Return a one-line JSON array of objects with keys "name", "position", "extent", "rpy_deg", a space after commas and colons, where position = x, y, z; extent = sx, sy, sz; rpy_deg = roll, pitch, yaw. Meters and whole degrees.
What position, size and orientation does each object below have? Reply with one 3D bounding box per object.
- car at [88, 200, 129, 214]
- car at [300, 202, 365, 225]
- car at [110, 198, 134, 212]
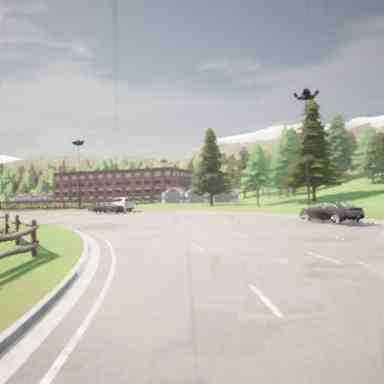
[{"name": "car", "position": [-11.641, 2.188, 45.080], "extent": [5.357, 1.411, 2.033], "rpy_deg": [-2, -1, 30]}, {"name": "car", "position": [9.779, 1.446, 23.642], "extent": [2.128, 1.511, 4.902], "rpy_deg": [-1, -1, -23]}, {"name": "car", "position": [-10.998, 1.874, 48.504], "extent": [5.566, 2.045, 2.150], "rpy_deg": [-2, -1, 31]}]
